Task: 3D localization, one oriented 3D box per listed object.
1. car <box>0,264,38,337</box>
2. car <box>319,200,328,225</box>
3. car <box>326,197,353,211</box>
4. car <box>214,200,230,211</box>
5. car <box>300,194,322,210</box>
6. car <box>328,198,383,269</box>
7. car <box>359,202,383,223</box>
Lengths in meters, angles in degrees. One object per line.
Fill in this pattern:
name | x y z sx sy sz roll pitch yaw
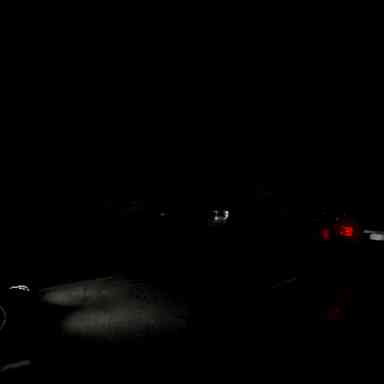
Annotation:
car | -4.808 1.526 4.814 4.674 1.442 1.812 0 0 -33
car | 10.140 1.525 23.467 1.812 1.442 4.674 0 0 22
car | 18.530 1.490 41.970 2.128 1.511 4.902 0 0 12
car | 3.942 1.600 41.480 1.895 1.301 4.718 0 0 12
car | 14.936 1.219 41.900 2.150 2.045 5.566 0 0 12
car | 6.330 1.220 10.298 2.150 2.045 5.566 0 0 40
car | 14.712 1.563 26.264 1.994 1.385 4.181 0 0 17
